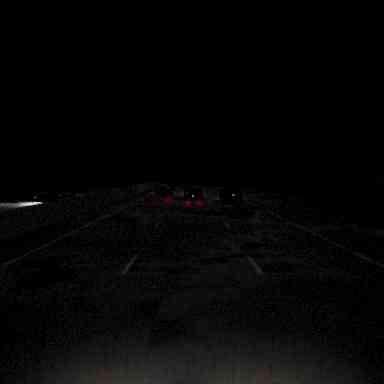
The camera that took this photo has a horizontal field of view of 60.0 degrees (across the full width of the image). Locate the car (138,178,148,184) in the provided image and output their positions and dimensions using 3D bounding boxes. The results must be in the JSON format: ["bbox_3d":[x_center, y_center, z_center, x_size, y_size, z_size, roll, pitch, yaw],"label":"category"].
[{"bbox_3d":[-10.473,-2.184,71.736,1.837,1.490,4.892,0,1,0],"label":"car"}]

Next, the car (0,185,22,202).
[{"bbox_3d":[-17.585,0.096,31.956,2.128,1.511,4.902,0,3,0],"label":"car"}]

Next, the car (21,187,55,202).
[{"bbox_3d":[-14.084,0.172,31.903,1.994,1.385,4.181,0,3,0],"label":"car"}]

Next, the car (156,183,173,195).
[{"bbox_3d":[-3.385,-0.376,41.475,1.812,1.442,4.674,0,3,0],"label":"car"}]

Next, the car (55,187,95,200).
[{"bbox_3d":[-10.587,0.264,30.854,1.895,1.301,4.718,0,3,0],"label":"car"}]

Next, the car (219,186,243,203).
[{"bbox_3d":[3.601,0.184,31.342,2.033,1.411,5.357,0,3,0],"label":"car"}]

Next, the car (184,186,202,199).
[{"bbox_3d":[0.109,0.001,35.788,1.895,1.301,4.718,0,3,0],"label":"car"}]
